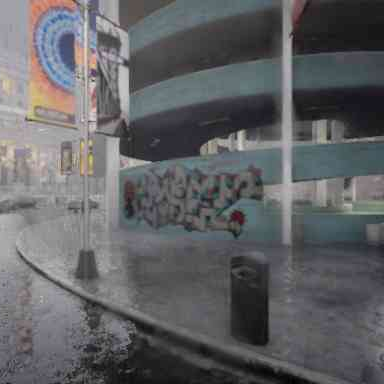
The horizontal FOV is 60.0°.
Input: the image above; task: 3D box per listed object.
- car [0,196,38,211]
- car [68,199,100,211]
[{"bbox_3d":[-20.309,1.258,38.979,2.097,1.767,4.553,0,0,17],"label":"car"},{"bbox_3d":[-12.711,1.471,39.403,1.994,1.385,4.181,0,0,18],"label":"car"}]
